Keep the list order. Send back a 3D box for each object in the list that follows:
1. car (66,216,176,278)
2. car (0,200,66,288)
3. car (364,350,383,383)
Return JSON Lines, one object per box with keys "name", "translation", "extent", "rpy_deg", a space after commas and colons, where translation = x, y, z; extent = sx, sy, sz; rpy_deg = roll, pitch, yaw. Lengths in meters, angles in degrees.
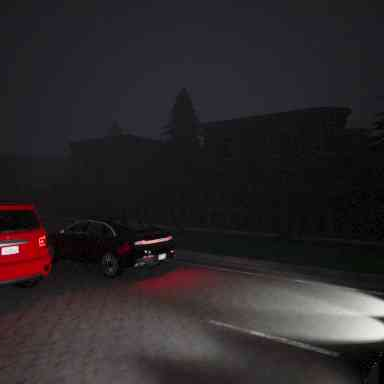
{"name": "car", "translation": [-2.747, 1.492, 10.199], "extent": [4.902, 1.511, 2.128], "rpy_deg": [0, 0, 36]}
{"name": "car", "translation": [-5.675, 1.221, 7.999], "extent": [5.566, 2.045, 2.150], "rpy_deg": [0, 0, 36]}
{"name": "car", "translation": [3.428, 1.601, 1.547], "extent": [4.718, 1.301, 1.895], "rpy_deg": [0, 0, 36]}
